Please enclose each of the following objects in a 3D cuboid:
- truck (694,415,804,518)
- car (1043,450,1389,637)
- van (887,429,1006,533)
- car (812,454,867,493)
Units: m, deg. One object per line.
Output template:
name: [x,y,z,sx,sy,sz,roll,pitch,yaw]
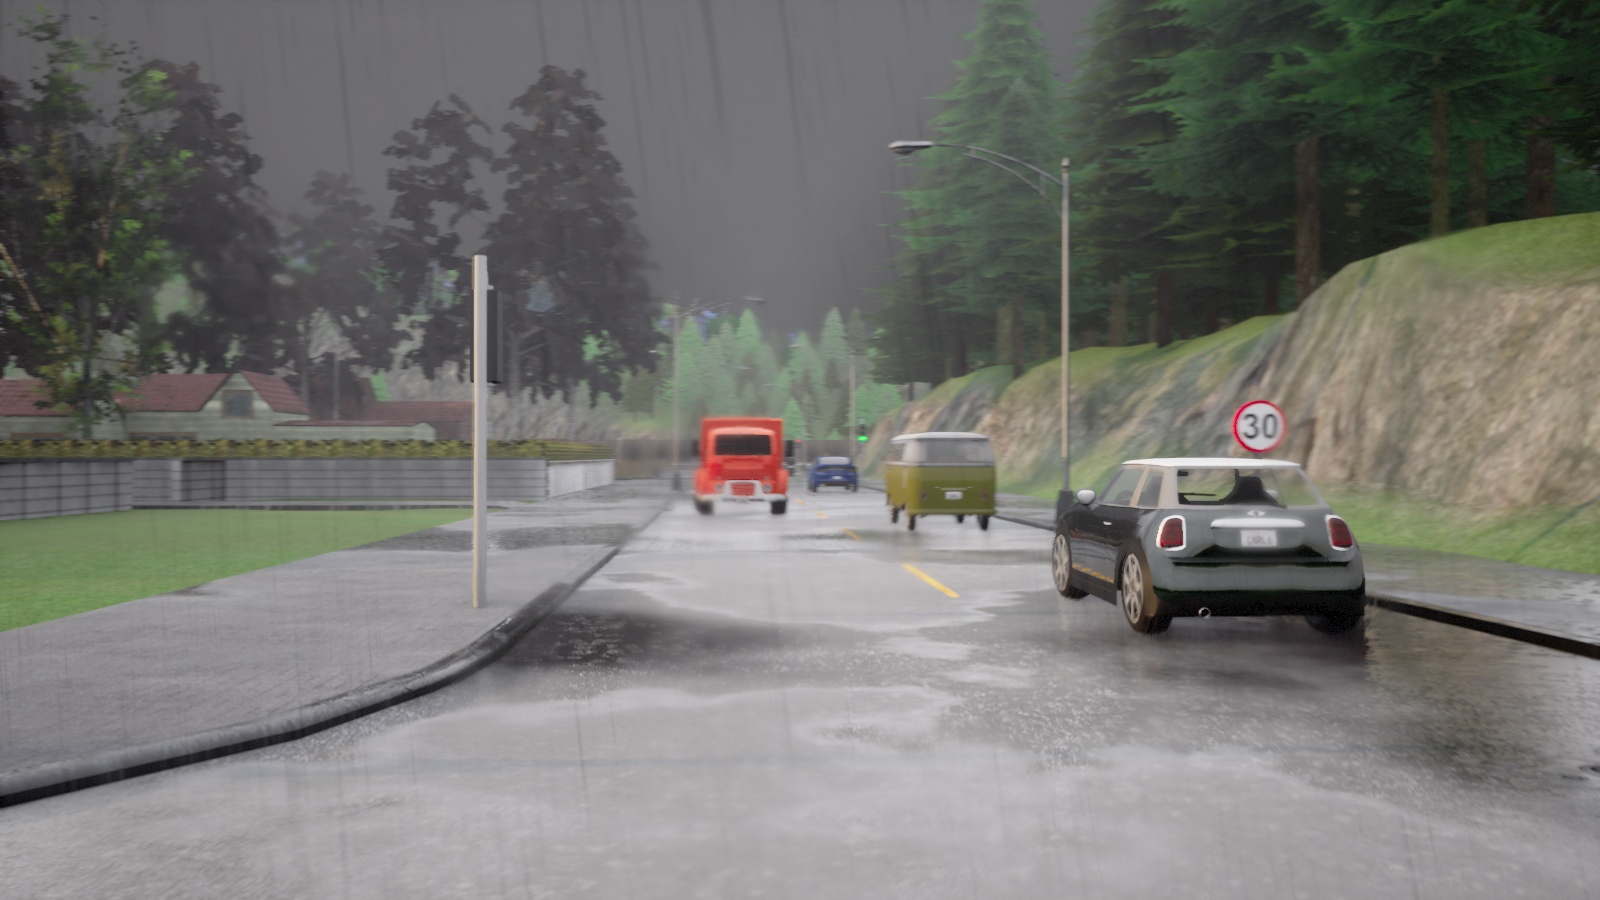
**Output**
truck: [-1.362,0.412,32.721,2.627,2.467,5.204,0,0,-3]
car: [3.684,0.752,11.911,1.970,1.475,3.806,0,0,-1]
van: [2.972,0.607,26.381,1.775,1.987,4.442,0,0,-3]
car: [1.616,0.956,52.616,1.882,1.535,5.008,0,0,-3]
